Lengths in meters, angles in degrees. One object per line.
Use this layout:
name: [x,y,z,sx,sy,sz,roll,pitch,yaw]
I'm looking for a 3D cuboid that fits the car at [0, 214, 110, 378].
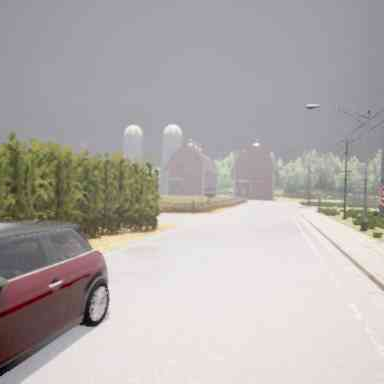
car: [-2.877,1.229,4.081,2.097,1.767,4.553,2,0,14]
